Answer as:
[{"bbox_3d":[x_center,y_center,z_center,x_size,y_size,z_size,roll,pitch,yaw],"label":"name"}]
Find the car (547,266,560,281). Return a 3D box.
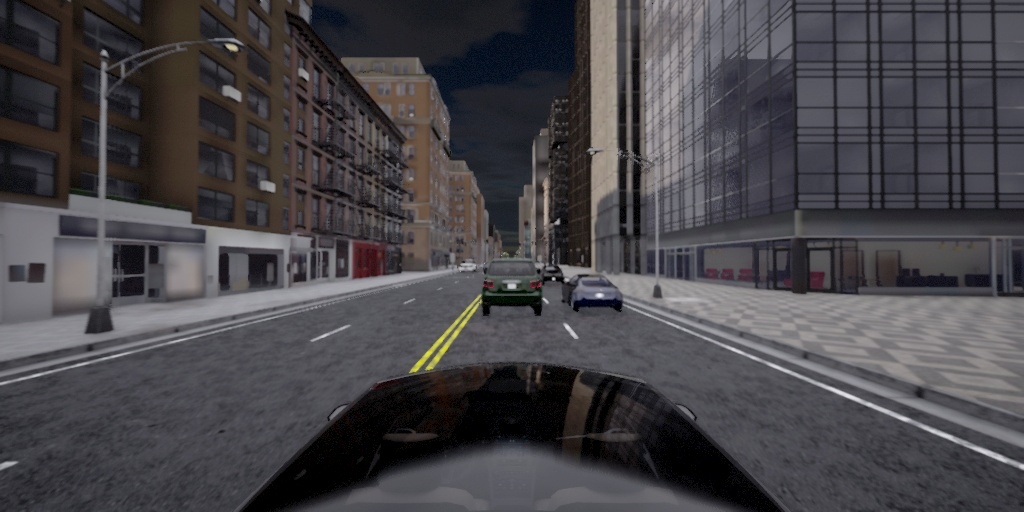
[{"bbox_3d":[3.266,1.547,30.357,1.837,1.490,4.892,0,0,0],"label":"car"}]

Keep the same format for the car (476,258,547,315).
[{"bbox_3d":[0.007,1.102,14.448,2.150,2.045,5.566,0,0,0],"label":"car"}]

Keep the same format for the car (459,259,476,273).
[{"bbox_3d":[-6.601,1.511,54.035,2.150,2.045,5.566,0,-1,0],"label":"car"}]

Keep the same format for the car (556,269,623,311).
[{"bbox_3d":[3.267,1.451,15.328,1.994,1.385,4.181,0,0,0],"label":"car"}]

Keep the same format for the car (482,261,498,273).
[{"bbox_3d":[-3.341,1.650,54.670,2.097,1.767,4.553,0,-1,0],"label":"car"}]
